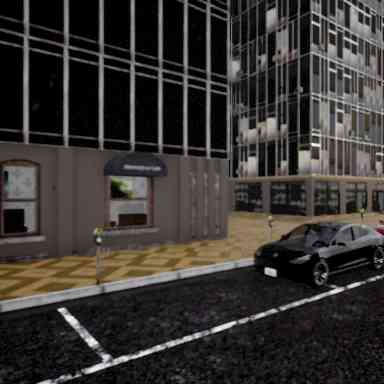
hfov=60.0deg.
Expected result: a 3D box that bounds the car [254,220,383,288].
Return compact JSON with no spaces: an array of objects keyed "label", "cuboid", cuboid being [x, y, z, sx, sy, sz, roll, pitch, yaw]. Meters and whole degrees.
[{"label":"car","cuboid":[3.643,1.507,9.148,4.313,1.339,1.947,-1,1,-35]}]
